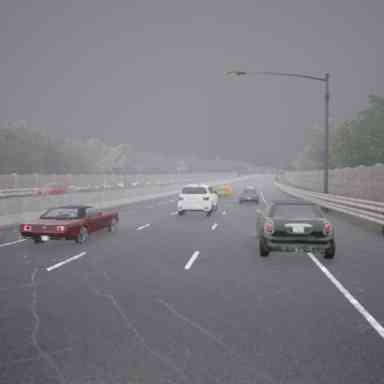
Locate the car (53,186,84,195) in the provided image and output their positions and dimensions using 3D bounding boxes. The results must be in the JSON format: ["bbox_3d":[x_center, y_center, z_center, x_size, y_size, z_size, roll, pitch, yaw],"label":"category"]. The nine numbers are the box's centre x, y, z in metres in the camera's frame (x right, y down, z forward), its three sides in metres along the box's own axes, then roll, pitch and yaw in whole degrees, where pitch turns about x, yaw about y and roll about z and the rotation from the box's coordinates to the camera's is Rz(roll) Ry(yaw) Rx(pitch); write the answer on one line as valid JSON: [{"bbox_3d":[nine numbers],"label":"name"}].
[{"bbox_3d":[-14.388,0.262,41.003,2.033,1.411,5.357,0,2,10],"label":"car"}]

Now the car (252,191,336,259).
[{"bbox_3d":[3.284,1.003,11.349,2.097,1.767,4.553,0,2,9],"label":"car"}]

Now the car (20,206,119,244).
[{"bbox_3d":[-4.636,1.201,13.502,1.895,1.301,4.718,0,2,9],"label":"car"}]

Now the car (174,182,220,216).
[{"bbox_3d":[0.504,0.515,23.430,2.150,2.045,5.566,0,2,10],"label":"car"}]

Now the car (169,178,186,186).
[{"bbox_3d":[-3.036,-2.371,80.260,2.150,2.045,5.566,0,3,12],"label":"car"}]

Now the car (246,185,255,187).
[{"bbox_3d":[8.711,-0.254,49.824,1.812,1.442,4.674,0,3,11],"label":"car"}]

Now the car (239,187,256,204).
[{"bbox_3d":[5.963,0.455,34.752,1.994,1.385,4.181,0,2,11],"label":"car"}]

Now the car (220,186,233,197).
[{"bbox_3d":[4.699,-0.152,47.177,1.882,1.535,5.008,0,3,11],"label":"car"}]

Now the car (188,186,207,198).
[{"bbox_3d":[0.846,-0.029,45.575,1.837,1.490,4.892,0,3,11],"label":"car"}]

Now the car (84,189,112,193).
[{"bbox_3d":[-10.892,0.317,40.649,1.895,1.301,4.718,0,2,10],"label":"car"}]

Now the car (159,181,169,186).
[{"bbox_3d":[-6.523,-1.892,80.703,1.882,1.535,5.008,0,3,12],"label":"car"}]

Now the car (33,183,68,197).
[{"bbox_3d":[-17.710,-0.101,42.231,2.150,2.045,5.566,0,2,10],"label":"car"}]
